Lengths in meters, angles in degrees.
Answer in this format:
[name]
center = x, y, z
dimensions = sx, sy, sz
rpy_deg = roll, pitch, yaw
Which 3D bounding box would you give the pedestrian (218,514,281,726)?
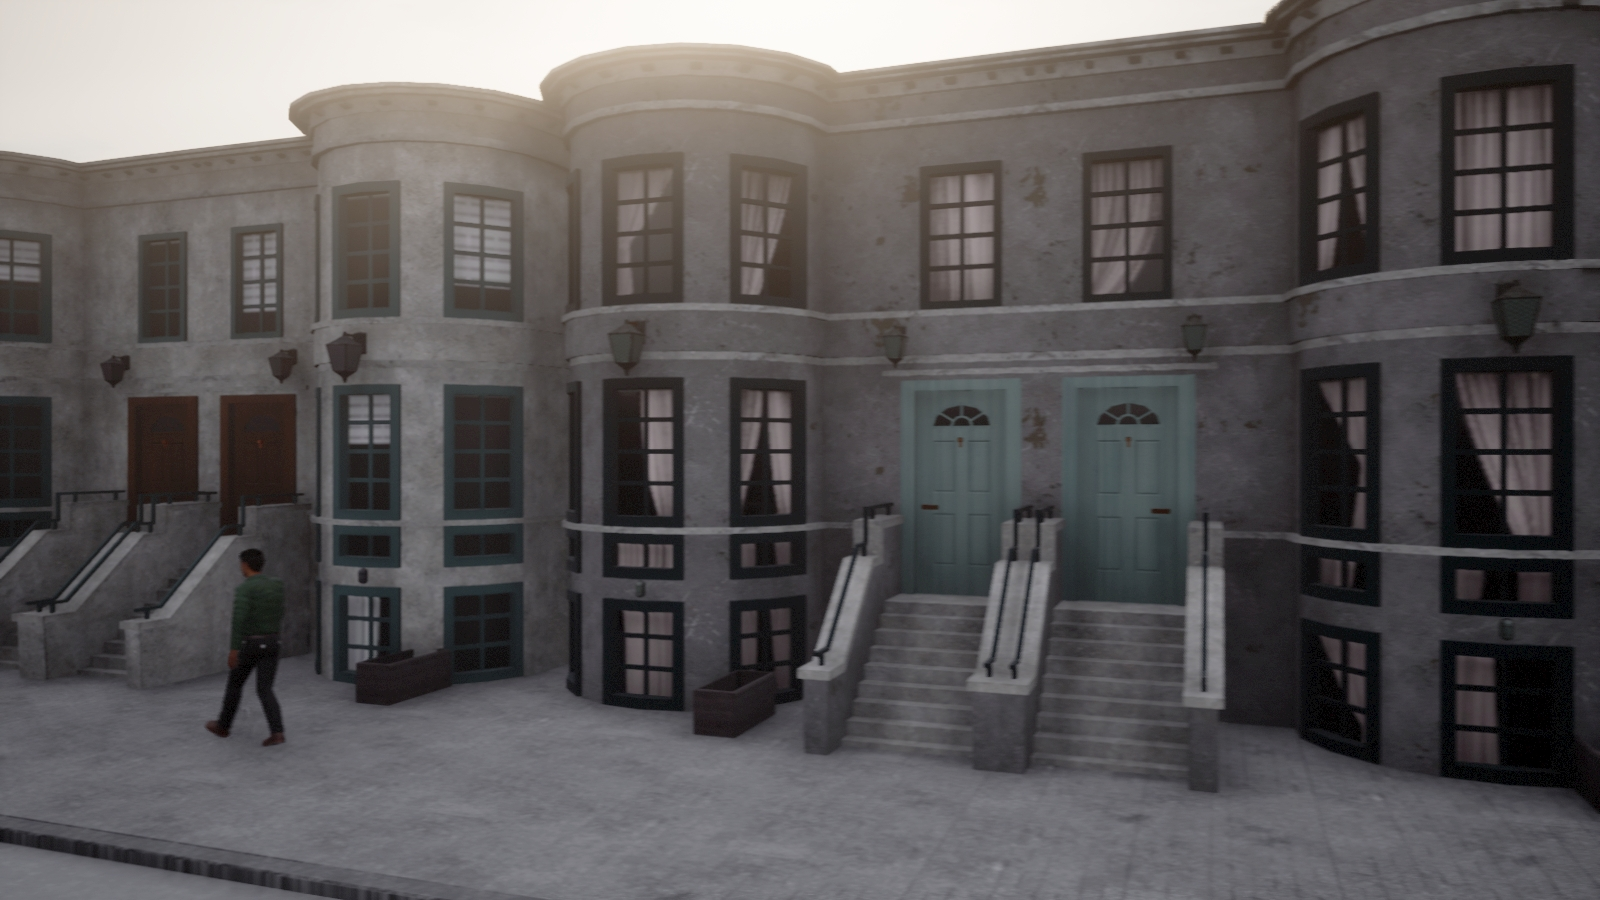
[pedestrian]
center = -5.013, 1.526, 10.412
dimensions = 0.375, 1.860, 0.375
rpy_deg = 0, 0, 30
